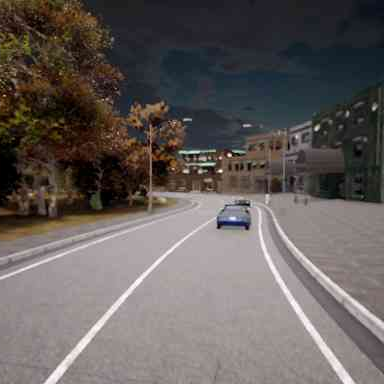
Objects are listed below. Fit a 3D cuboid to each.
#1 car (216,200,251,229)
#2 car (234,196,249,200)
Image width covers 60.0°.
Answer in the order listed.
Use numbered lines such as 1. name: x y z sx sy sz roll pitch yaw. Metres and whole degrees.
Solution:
1. car: 2.685 1.462 20.989 1.994 1.385 4.181 1 1 11
2. car: 6.205 1.208 41.701 1.895 1.301 4.718 1 1 5
